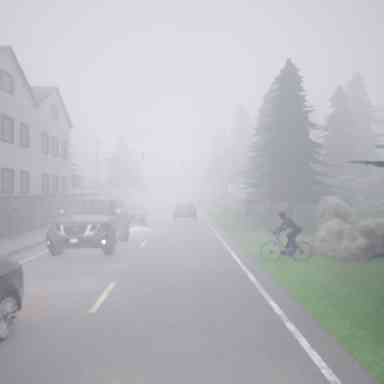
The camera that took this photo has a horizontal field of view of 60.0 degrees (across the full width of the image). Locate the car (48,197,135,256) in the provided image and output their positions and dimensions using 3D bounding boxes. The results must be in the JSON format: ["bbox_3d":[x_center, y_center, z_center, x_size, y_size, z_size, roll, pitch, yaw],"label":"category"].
[{"bbox_3d":[-3.928,1.232,13.601,2.150,2.045,5.566,0,0,-2],"label":"car"}]

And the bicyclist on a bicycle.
[{"bbox_3d":[2.983,1.426,10.494,1.656,1.620,0.582,1,0,-2],"label":"bicyclist on a bicycle"}]

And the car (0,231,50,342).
[{"bbox_3d":[-3.667,1.510,3.638,2.128,1.511,4.902,0,0,-2],"label":"car"}]

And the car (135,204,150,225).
[{"bbox_3d":[-4.152,1.567,23.639,1.994,1.385,4.181,0,0,-1],"label":"car"}]

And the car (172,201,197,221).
[{"bbox_3d":[-0.592,1.470,27.240,2.128,1.511,4.902,0,0,-2],"label":"car"}]
